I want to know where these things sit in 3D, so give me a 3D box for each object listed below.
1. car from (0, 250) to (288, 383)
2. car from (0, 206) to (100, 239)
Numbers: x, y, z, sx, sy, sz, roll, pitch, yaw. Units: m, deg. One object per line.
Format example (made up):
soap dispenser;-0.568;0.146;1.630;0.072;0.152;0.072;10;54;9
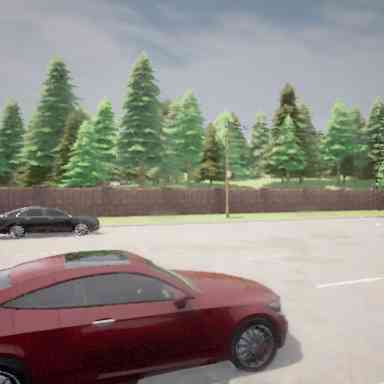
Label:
car;-0.987;1.520;4.351;4.674;1.442;1.812;0;0;-22
car;-7.232;1.479;16.918;4.892;1.490;1.837;0;0;-22
